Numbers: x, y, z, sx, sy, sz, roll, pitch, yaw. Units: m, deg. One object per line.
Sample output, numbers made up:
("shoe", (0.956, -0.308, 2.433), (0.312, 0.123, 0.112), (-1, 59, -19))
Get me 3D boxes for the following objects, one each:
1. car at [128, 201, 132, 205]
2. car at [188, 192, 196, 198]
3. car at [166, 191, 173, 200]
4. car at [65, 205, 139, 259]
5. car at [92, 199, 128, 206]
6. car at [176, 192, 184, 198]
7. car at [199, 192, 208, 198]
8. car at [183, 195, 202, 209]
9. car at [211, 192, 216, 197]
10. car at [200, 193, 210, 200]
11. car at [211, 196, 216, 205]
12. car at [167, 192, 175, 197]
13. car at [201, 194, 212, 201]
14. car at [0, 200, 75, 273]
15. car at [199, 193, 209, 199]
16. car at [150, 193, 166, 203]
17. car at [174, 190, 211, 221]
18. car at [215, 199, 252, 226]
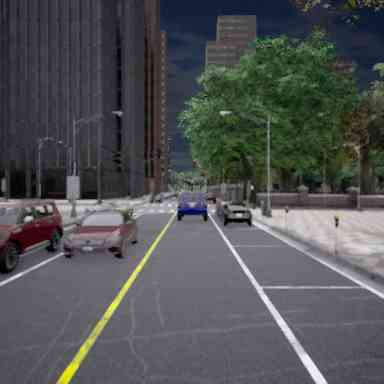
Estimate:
("car", (-5.764, 1.274, 26.860), (1.752, 1.417, 4.829), (0, 1, 0))
("car", (-0.007, 0.768, 82.151), (1.837, 1.490, 4.892), (0, 0, 0))
("car", (-5.768, 0.929, 70.065), (2.008, 1.369, 4.403), (0, 0, 0))
("car", (-3.099, 1.410, 12.231), (1.812, 1.442, 4.674), (0, 1, 0))
("car", (-5.763, 1.349, 21.518), (2.008, 1.369, 4.403), (0, 1, 0))
("car", (-3.007, 0.802, 81.742), (1.812, 1.442, 4.674), (0, 0, 0))
("car", (2.756, 0.730, 80.985), (1.967, 1.590, 4.097), (0, 0, 0))
("car", (0.087, 1.146, 40.808), (2.128, 1.511, 4.902), (1, 1, 1))
("car", (2.759, 0.827, 53.703), (2.192, 1.841, 5.009), (0, 0, 0))
("car", (2.757, 0.929, 70.073), (2.008, 1.369, 4.403), (0, 0, 0))
("car", (2.761, 1.298, 27.041), (2.008, 1.369, 4.403), (0, 1, 0))
("car", (-5.770, 0.784, 91.893), (1.802, 1.307, 4.206), (0, 0, 0))
("car", (2.758, 0.989, 64.617), (1.947, 1.339, 4.313), (0, 0, 0))
("car", (-5.762, 1.215, 10.491), (2.192, 1.841, 5.009), (0, 1, 0))
("car", (2.757, 0.885, 75.530), (2.008, 1.369, 4.403), (0, 0, 0))
("car", (-5.766, 1.078, 53.695), (1.947, 1.339, 4.313), (0, 0, 0))
("car", (0.072, 0.987, 25.024), (2.150, 2.045, 5.566), (0, 1, 1))
("car", (2.762, 1.364, 21.528), (1.947, 1.339, 4.313), (0, 1, 0))
